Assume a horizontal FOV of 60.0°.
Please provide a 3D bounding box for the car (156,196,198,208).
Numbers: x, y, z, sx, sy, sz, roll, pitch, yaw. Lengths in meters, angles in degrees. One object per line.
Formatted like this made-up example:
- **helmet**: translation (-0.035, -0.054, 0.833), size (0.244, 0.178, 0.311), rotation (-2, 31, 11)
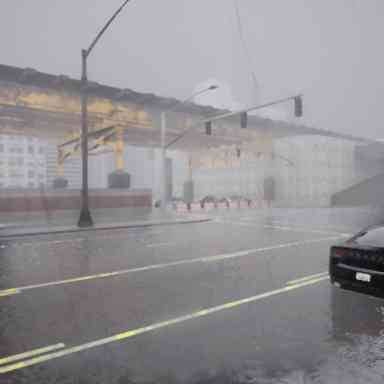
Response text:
- **car**: translation (-1.642, 1.121, 37.779), size (4.536, 1.218, 1.853), rotation (0, 0, 7)

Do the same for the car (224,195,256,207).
- **car**: translation (5.900, 1.035, 44.343), size (4.536, 1.218, 1.853), rotation (0, 0, -8)

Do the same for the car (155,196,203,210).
- **car**: translation (-1.589, 1.278, 37.774), size (4.974, 1.542, 2.038), rotation (0, 0, 7)

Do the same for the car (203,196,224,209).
- **car**: translation (2.109, 1.239, 40.524), size (2.038, 1.542, 4.974), rotation (0, 0, 17)

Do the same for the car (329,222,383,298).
- **car**: translation (5.174, 1.404, 7.636), size (5.008, 1.535, 1.882), rotation (-1, 0, -36)

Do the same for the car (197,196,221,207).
- **car**: translation (2.122, 1.081, 40.573), size (1.853, 1.218, 4.536), rotation (0, 0, 17)

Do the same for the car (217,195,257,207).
- **car**: translation (5.953, 1.192, 44.351), size (4.974, 1.542, 2.038), rotation (0, 0, -8)
